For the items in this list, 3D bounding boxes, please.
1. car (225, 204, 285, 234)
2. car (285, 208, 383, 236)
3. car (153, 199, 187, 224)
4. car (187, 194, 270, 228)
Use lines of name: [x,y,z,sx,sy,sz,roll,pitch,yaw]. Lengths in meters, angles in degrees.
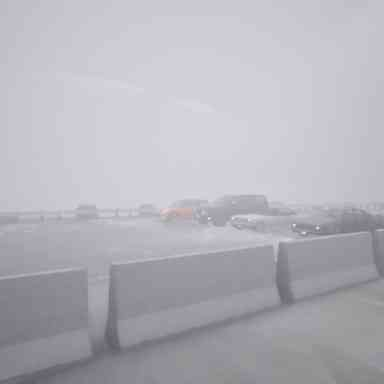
car: [4.505,1.555,19.128,4.718,1.301,1.895,0,0,-30]
car: [7.527,1.508,16.858,5.357,1.411,2.033,0,0,-30]
car: [-0.553,1.291,24.228,4.553,1.767,2.097,0,0,-30]
car: [2.768,1.167,22.160,5.566,2.045,2.150,0,0,-30]
